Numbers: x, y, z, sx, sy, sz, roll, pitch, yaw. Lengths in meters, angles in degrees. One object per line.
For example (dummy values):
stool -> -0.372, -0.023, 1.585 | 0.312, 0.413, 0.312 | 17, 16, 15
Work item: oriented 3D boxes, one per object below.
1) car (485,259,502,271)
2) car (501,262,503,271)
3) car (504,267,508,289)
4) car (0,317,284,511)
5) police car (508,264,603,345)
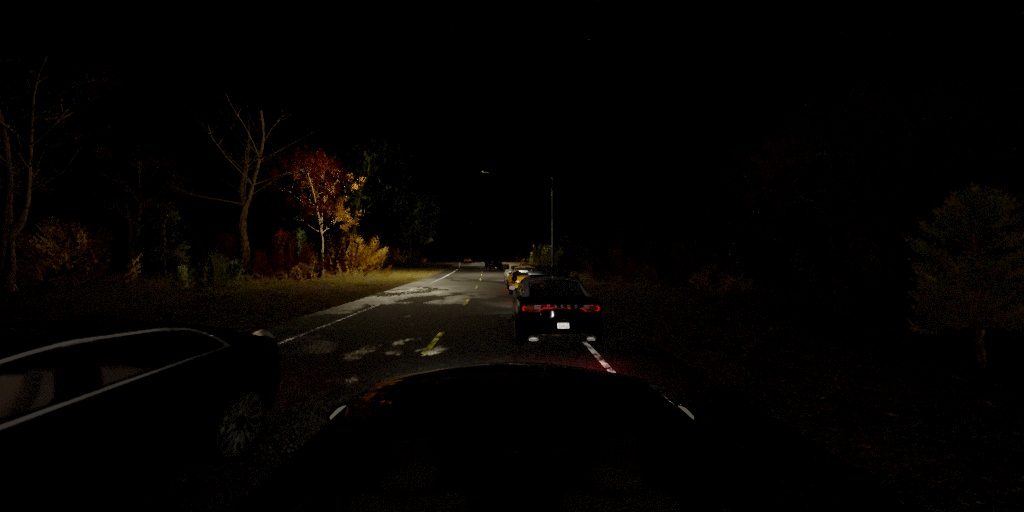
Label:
car -> -2.226, 1.234, 47.620 | 1.837, 1.490, 4.892 | 0, 0, -5
car -> 0.401, 1.264, 25.633 | 1.812, 1.442, 4.674 | 0, 0, -3
car -> 0.667, 1.200, 19.795 | 1.801, 1.575, 5.366 | 0, 0, -2
car -> -3.551, 1.241, 2.130 | 2.128, 1.511, 4.902 | 0, 0, 0
police car -> 0.964, 1.174, 9.663 | 1.930, 1.638, 5.238 | 0, 0, -1
